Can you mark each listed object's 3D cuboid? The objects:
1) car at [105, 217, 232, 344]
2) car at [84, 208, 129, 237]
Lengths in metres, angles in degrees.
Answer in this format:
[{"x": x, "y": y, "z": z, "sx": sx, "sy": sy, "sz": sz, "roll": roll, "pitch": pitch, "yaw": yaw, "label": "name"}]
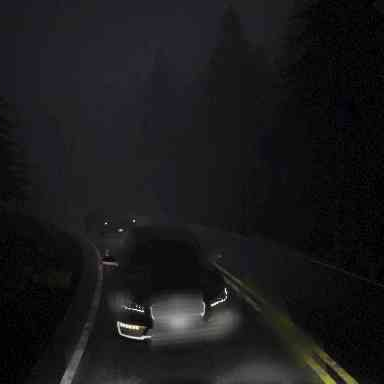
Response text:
[{"x": -0.648, "y": 1.495, "z": 6.820, "sx": 1.837, "sy": 1.490, "sz": 4.892, "roll": -1, "pitch": 0, "yaw": -11, "label": "car"}, {"x": -4.642, "y": 1.612, "z": 18.558, "sx": 1.895, "sy": 1.301, "sz": 4.718, "roll": -3, "pitch": 1, "yaw": -29, "label": "car"}]
